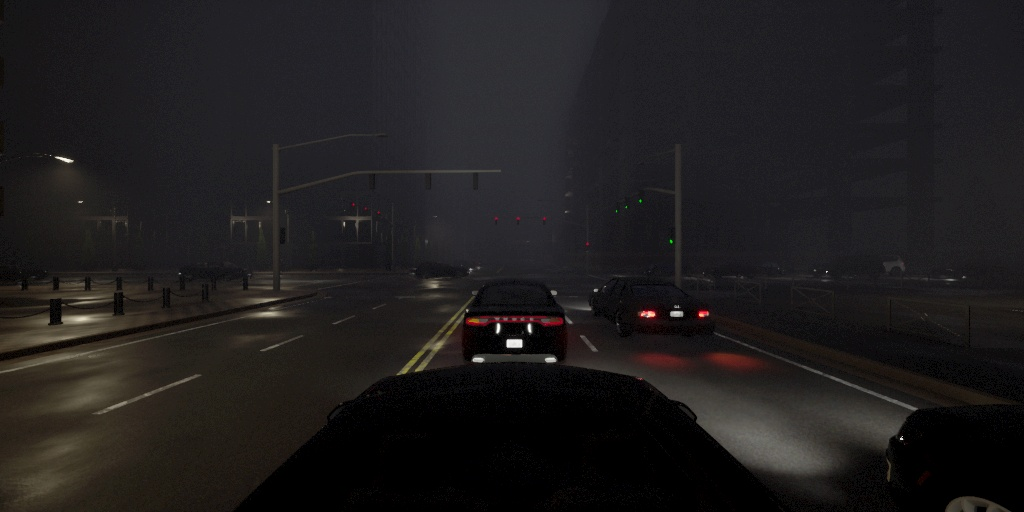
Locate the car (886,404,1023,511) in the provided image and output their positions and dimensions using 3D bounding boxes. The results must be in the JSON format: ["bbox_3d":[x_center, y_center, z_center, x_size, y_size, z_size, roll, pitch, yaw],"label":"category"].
[{"bbox_3d":[3.600,1.255,0.511,1.837,1.490,4.892,0,0,0],"label":"car"}]

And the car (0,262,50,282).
[{"bbox_3d":[-38.792,1.295,27.477,4.718,1.301,1.895,0,0,1],"label":"car"}]

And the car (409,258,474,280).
[{"bbox_3d":[-6.121,1.211,30.112,4.902,1.511,2.128,0,0,-30],"label":"car"}]

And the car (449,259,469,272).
[{"bbox_3d":[-7.093,1.227,48.512,1.882,1.535,5.008,0,0,0],"label":"car"}]

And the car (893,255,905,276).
[{"bbox_3d":[34.919,0.915,35.074,5.566,2.045,2.150,0,0,0],"label":"car"}]

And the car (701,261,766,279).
[{"bbox_3d":[19.154,1.220,31.503,4.674,1.442,1.812,0,0,0],"label":"car"}]

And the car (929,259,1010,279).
[{"bbox_3d":[39.912,1.172,31.575,5.008,1.535,1.882,0,0,0],"label":"car"}]

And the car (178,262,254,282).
[{"bbox_3d":[-22.509,1.186,27.375,4.902,1.511,2.128,0,0,0],"label":"car"}]

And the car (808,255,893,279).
[{"bbox_3d":[29.420,0.916,31.558,5.566,2.045,2.150,0,0,0],"label":"car"}]

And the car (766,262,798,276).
[{"bbox_3d":[24.698,1.242,35.044,5.357,1.411,2.033,0,0,0],"label":"car"}]

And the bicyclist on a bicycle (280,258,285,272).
[{"bbox_3d":[-25.408,0.995,39.334,0.582,1.620,1.656,0,0,0],"label":"bicyclist on a bicycle"}]

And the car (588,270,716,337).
[{"bbox_3d":[3.571,1.297,10.248,2.033,1.411,5.357,0,0,0],"label":"car"}]

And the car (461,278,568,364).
[{"bbox_3d":[0.055,1.228,8.124,1.882,1.535,5.008,0,0,0],"label":"car"}]

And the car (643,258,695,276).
[{"bbox_3d":[15.230,1.046,35.031,4.553,1.767,2.097,0,0,0],"label":"car"}]

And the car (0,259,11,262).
[{"bbox_3d":[-51.177,1.046,34.783,4.553,1.767,2.097,0,0,1],"label":"car"}]

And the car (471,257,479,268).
[{"bbox_3d":[-7.081,1.297,59.025,2.033,1.411,5.357,0,0,0],"label":"car"}]
